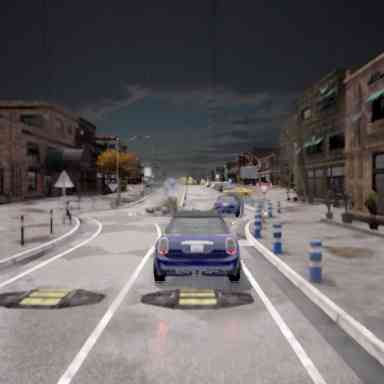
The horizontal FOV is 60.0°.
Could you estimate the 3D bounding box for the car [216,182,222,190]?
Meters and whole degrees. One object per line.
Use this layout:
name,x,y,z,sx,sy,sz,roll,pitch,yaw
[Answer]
car,8.156,-0.750,67.282,5.566,2.045,2.435,0,3,-1

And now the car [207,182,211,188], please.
car,7.816,-1.711,92.072,5.566,2.045,2.435,0,2,-1

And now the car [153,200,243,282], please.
car,0.142,1.283,9.739,2.097,1.767,4.553,0,1,1

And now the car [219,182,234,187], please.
car,8.126,-0.500,64.535,4.553,1.767,2.185,0,3,-1

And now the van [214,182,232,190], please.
van,8.025,-1.493,86.441,4.442,1.987,1.878,0,2,-1

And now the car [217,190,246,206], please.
car,3.022,0.992,27.323,2.097,1.767,4.553,0,1,13

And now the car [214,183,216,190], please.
car,8.059,-0.738,72.800,5.008,1.535,2.097,0,2,-1

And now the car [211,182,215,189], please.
car,7.945,-1.172,83.815,5.008,1.535,2.097,0,2,-1

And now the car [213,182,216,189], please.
car,8.008,-0.961,78.308,4.892,1.521,2.231,0,2,-1

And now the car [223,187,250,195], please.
car,8.193,-0.206,61.791,4.674,1.452,2.002,0,3,-1

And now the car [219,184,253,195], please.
car,8.035,-0.117,59.032,5.366,1.575,1.946,0,3,-1
